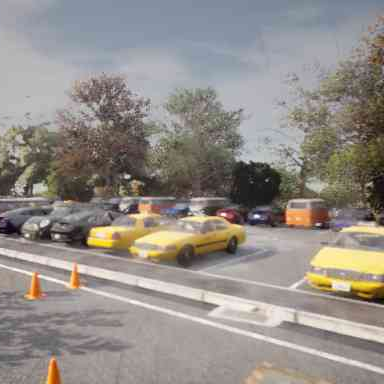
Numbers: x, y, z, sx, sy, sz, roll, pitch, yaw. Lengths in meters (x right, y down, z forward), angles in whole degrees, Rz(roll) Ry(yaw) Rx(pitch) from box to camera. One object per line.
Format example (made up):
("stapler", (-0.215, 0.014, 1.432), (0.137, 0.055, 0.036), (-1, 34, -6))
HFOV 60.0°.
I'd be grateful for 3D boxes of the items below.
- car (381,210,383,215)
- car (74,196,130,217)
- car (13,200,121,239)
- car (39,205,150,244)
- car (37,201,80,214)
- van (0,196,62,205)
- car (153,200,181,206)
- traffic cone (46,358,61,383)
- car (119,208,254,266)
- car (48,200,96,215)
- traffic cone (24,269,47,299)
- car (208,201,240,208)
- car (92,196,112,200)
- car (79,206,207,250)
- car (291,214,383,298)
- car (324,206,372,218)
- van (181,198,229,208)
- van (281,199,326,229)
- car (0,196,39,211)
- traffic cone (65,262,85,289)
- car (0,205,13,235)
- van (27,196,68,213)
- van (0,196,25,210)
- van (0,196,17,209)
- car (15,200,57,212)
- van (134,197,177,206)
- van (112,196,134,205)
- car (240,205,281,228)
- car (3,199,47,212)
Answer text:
("car", (12.599, 1.482, 19.618), (2.435, 2.045, 5.566), (0, 0, 37))
("car", (-9.672, 1.509, 36.077), (2.435, 2.045, 5.566), (0, -1, 37))
("car", (-6.361, 1.469, 17.404), (2.185, 1.767, 4.553), (0, -1, 37))
("car", (-4.151, 1.590, 15.717), (2.231, 1.521, 4.892), (0, 0, 37))
("car", (-16.429, 1.835, 41.127), (2.002, 1.452, 4.674), (0, -1, 37))
("van", (-10.767, 1.390, 20.781), (1.878, 1.987, 4.442), (0, -1, 37))
("car", (-0.756, 1.715, 29.498), (2.097, 1.535, 5.008), (0, -1, 37))
("traffic cone", (-1.399, 1.978, 3.357), (0.340, 0.580, 0.340), (0, -1, 36))
("car", (0.094, 1.592, 12.342), (1.946, 1.575, 5.366), (0, 0, 37))
("car", (-14.109, 1.783, 39.395), (2.097, 1.535, 5.008), (0, -1, 37))
("traffic cone", (-3.447, 2.001, 7.330), (0.340, 0.580, 0.340), (0, -1, 36))
("car", (3.705, 1.731, 26.217), (2.163, 1.488, 4.792), (0, -1, 37))
("car", (-7.448, 1.498, 34.426), (2.435, 2.045, 5.566), (0, -1, 37))
("car", (-1.815, 1.589, 14.221), (1.946, 1.575, 5.366), (0, 0, 37))
("car", (4.650, 1.616, 8.961), (1.946, 1.575, 5.366), (0, 0, 37))
("car", (10.339, 1.749, 21.222), (2.163, 1.488, 4.792), (0, 0, 37))
("van", (1.414, 1.480, 27.749), (1.878, 1.987, 4.442), (0, -1, 36))
("van", (8.104, 1.484, 23.064), (1.878, 1.987, 4.442), (0, 0, 37))
("car", (-25.345, 1.589, 47.708), (2.435, 2.045, 5.566), (0, -1, 37))
("traffic cone", (-2.859, 2.010, 8.134), (0.340, 0.580, 0.340), (0, -1, 37))
("car", (-8.589, 1.633, 19.054), (2.163, 1.488, 4.792), (0, -1, 37))
("van", (-18.586, 1.582, 42.872), (1.878, 1.987, 4.442), (0, -1, 37))
("van", (-27.484, 1.627, 49.475), (1.878, 1.987, 4.442), (0, -1, 37))
("van", (-29.608, 1.638, 51.051), (1.878, 1.987, 4.442), (0, -1, 37))
("car", (-20.780, 1.857, 44.350), (2.002, 1.452, 4.674), (0, -1, 37))
("van", (-2.913, 1.502, 31.241), (1.878, 1.987, 4.442), (0, -1, 37))
("van", (-5.277, 1.511, 32.704), (1.878, 1.987, 4.442), (0, -1, 37))
("car", (5.825, 1.732, 24.644), (2.163, 1.488, 4.792), (0, 0, 37))
("car", (-23.008, 1.829, 45.999), (2.097, 1.535, 5.008), (0, -1, 37))
